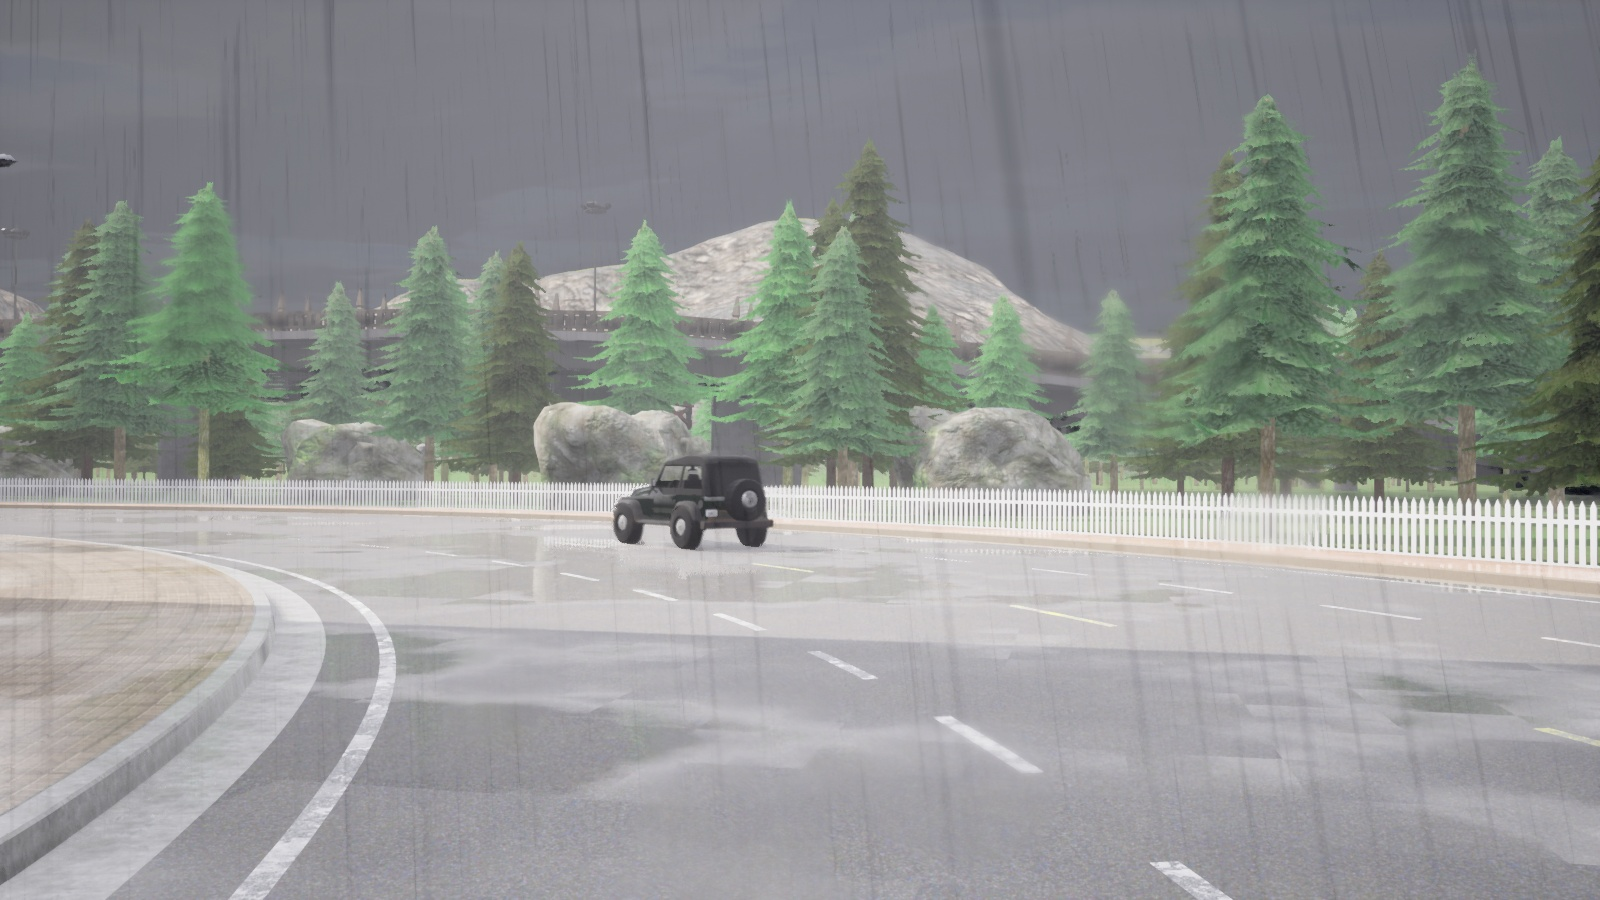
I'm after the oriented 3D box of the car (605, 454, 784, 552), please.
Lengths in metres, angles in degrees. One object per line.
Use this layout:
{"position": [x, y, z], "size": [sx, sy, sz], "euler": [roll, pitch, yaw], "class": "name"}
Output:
{"position": [-2.266, 1.057, 26.134], "size": [1.905, 1.878, 3.866], "euler": [1, -1, -38], "class": "car"}
